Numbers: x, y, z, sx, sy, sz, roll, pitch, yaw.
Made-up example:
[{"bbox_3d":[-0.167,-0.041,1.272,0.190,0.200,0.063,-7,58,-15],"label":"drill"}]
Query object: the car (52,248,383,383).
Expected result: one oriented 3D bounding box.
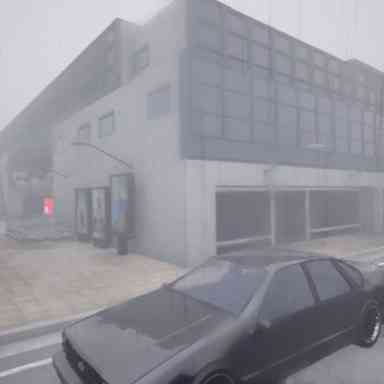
[{"bbox_3d":[1.004,1.583,4.747,5.357,1.411,2.033,0,-1,-37],"label":"car"}]
